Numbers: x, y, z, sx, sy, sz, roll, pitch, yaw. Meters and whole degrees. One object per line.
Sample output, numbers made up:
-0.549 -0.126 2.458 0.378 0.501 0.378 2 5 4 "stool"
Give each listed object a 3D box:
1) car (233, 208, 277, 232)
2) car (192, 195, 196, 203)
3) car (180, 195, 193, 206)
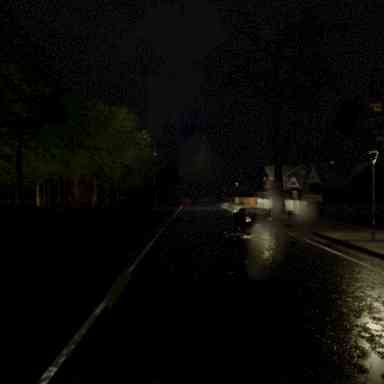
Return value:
3.600 1.577 19.995 1.895 1.301 4.718 0 0 0 "car"
-0.002 1.675 81.740 2.150 2.045 5.566 0 -1 0 "car"
-1.228 1.846 63.100 1.882 1.535 5.008 0 -1 0 "car"
